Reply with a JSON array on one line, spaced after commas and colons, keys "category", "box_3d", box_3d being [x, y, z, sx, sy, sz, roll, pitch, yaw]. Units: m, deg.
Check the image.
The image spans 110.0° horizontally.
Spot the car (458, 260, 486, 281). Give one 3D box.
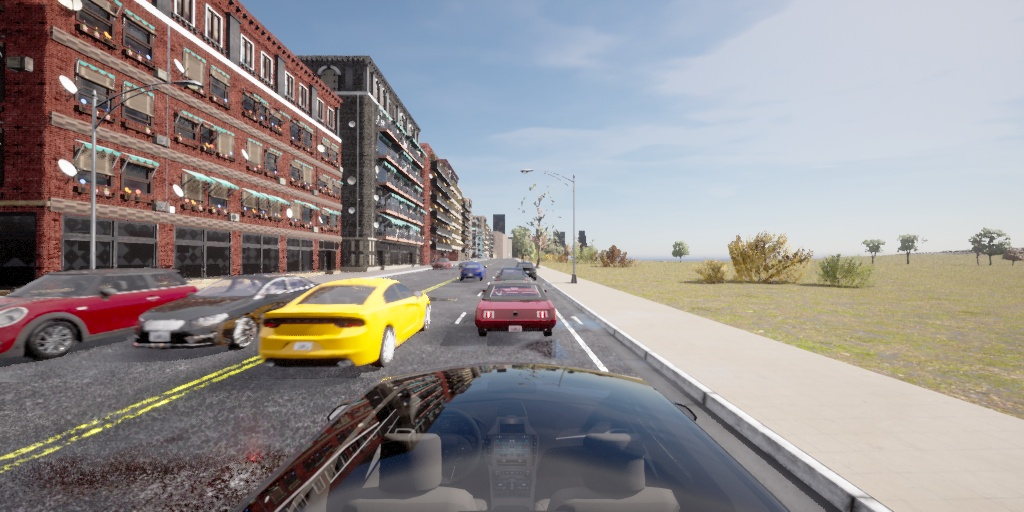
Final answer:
[{"category": "car", "box_3d": [-3.213, 1.279, 30.139, 1.812, 1.442, 4.674, 0, 0, 0]}]

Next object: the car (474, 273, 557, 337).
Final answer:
[{"category": "car", "box_3d": [0.076, 1.352, 10.301, 1.895, 1.301, 4.718, 0, 0, 0]}]

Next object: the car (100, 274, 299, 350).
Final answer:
[{"category": "car", "box_3d": [-6.622, 1.243, 9.185, 2.128, 1.511, 4.902, 0, 0, 0]}]

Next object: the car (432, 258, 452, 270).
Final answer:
[{"category": "car", "box_3d": [-9.984, 1.105, 51.331, 2.097, 1.767, 4.553, 0, 0, 0]}]

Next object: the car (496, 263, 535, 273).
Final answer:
[{"category": "car", "box_3d": [0.039, 1.317, 20.331, 1.994, 1.385, 4.181, 0, 0, 0]}]

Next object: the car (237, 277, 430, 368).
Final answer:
[{"category": "car", "box_3d": [-3.168, 1.229, 7.902, 1.882, 1.535, 5.008, 0, 0, 0]}]

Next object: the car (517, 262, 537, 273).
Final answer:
[{"category": "car", "box_3d": [1.056, 1.259, 30.325, 1.837, 1.490, 4.892, 0, 0, 0]}]

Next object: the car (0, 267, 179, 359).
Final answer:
[{"category": "car", "box_3d": [-9.869, 1.103, 8.329, 2.097, 1.767, 4.553, 0, 0, 0]}]
